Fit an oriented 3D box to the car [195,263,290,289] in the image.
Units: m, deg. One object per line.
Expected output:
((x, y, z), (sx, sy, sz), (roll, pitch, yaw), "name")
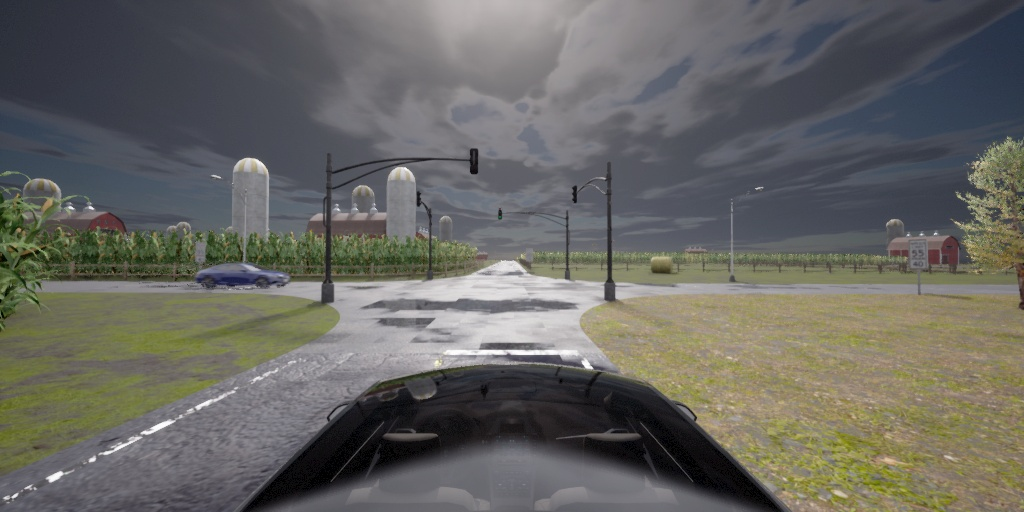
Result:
((-15.418, 1.139, 20.628), (4.674, 1.442, 1.812), (1, -1, -3), "car")
